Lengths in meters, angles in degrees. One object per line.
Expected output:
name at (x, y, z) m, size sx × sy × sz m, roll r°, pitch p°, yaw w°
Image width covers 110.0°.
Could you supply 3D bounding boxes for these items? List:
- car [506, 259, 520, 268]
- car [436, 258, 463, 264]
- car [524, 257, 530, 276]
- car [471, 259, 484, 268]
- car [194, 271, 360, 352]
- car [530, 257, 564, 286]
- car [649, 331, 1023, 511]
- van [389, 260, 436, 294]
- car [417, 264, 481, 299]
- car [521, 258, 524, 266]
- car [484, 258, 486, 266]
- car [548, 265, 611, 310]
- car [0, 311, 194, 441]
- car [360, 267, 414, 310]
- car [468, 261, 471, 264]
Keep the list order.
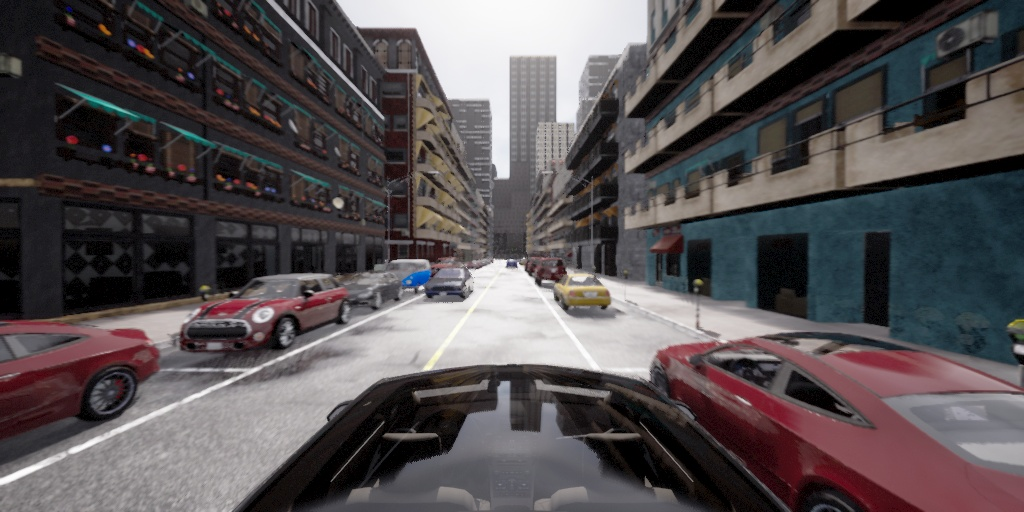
car at (-0.022, 1.230, 59.094) m, size 1.882 × 1.535 × 5.008 m, roll 0°, pitch 0°, yaw 0°
car at (-5.694, 1.065, 31.225) m, size 2.192 × 1.841 × 5.009 m, roll 0°, pitch 0°, yaw 0°
car at (2.674, 1.065, 36.802) m, size 2.192 × 1.841 × 5.009 m, roll 0°, pitch 0°, yaw 0°
car at (-5.712, 1.334, 53.634) m, size 1.802 × 1.307 × 4.207 m, roll 0°, pitch 0°, yaw 0°
car at (-5.663, 1.190, 8.817) m, size 1.967 × 1.591 × 4.097 m, roll 0°, pitch 0°, yaw 0°
car at (2.679, 1.065, 25.598) m, size 2.192 × 1.841 × 5.009 m, roll 0°, pitch 0°, yaw 0°
car at (2.687, 1.332, 3.190) m, size 1.802 × 1.307 × 4.207 m, roll 0°, pitch 0°, yaw 0°
van at (-5.667, 1.091, 20.021) m, size 1.690 × 1.789 × 3.998 m, roll 0°, pitch 0°, yaw 0°
car at (-3.016, 1.298, 18.416) m, size 2.033 × 1.411 × 5.357 m, roll 0°, pitch 0°, yaw 0°
car at (2.671, 1.066, 48.006) m, size 2.192 × 1.841 × 5.009 m, roll 0°, pitch 0°, yaw 0°
car at (-5.714, 1.335, 59.236) m, size 1.802 × 1.307 × 4.207 m, roll 0°, pitch 0°, yaw 0°
car at (2.683, 1.275, 14.564) m, size 1.751 × 1.417 × 4.829 m, roll 0°, pitch 0°, yaw 0°
car at (-5.661, 1.332, 3.216) m, size 1.802 × 1.307 × 4.207 m, roll 0°, pitch 0°, yaw 0°
car at (-5.665, 1.301, 14.419) m, size 2.007 × 1.370 × 4.403 m, roll 0°, pitch 0°, yaw 0°
car at (-5.713, 1.301, 36.828) m, size 2.007 × 1.370 × 4.403 m, roll 0°, pitch 0°, yaw 0°
